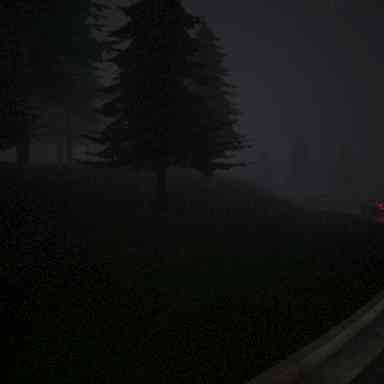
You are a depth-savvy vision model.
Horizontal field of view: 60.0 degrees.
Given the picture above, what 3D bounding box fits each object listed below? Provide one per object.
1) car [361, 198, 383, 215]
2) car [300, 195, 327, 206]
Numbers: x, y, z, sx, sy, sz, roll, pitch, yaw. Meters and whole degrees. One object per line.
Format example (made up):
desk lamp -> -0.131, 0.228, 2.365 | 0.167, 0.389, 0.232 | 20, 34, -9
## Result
car -> 16.660, 1.250, 29.747 | 1.812, 1.442, 4.674 | 0, 0, 10
car -> 16.815, 1.143, 46.292 | 1.837, 1.490, 4.892 | -1, 0, -10
